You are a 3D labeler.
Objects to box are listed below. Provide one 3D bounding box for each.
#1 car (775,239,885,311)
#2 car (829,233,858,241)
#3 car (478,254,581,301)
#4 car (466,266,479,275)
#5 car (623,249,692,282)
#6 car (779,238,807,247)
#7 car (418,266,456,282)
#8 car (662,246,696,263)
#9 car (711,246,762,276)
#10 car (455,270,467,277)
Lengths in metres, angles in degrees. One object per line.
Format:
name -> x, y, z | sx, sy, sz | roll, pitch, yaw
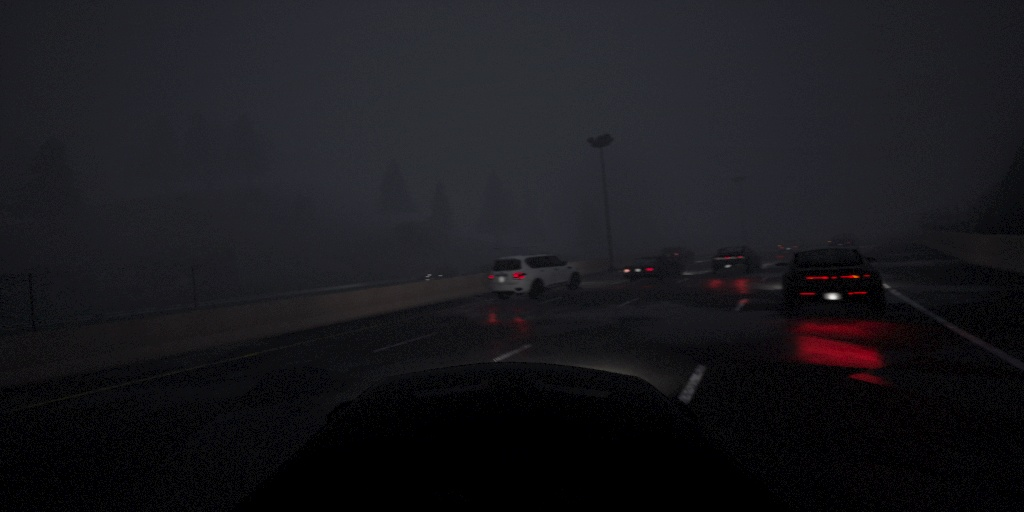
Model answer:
car -> 8.634, 0.517, 9.900 | 1.837, 1.490, 4.892 | -6, 0, 39
car -> 31.129, -1.369, 33.668 | 4.674, 1.442, 1.812 | -5, -1, -41
car -> 1.263, 0.928, 17.617 | 2.150, 2.045, 5.566 | -6, 0, 39
car -> -1.665, 1.543, 35.790 | 2.128, 1.511, 4.902 | -5, 0, 43
car -> 8.182, 0.648, 20.475 | 2.033, 1.411, 5.357 | -5, 0, 42
car -> 27.735, -1.058, 35.311 | 4.674, 1.442, 1.812 | -5, -1, -41
car -> -8.050, 1.990, 39.127 | 2.097, 1.767, 4.553 | -5, 0, 42
car -> 15.059, -0.108, 32.848 | 4.553, 1.767, 2.097 | -5, 0, -45
car -> 12.687, 0.187, 20.237 | 2.128, 1.511, 4.902 | -6, 0, 42
car -> -3.159, 1.750, 39.353 | 2.033, 1.411, 5.357 | -5, 0, 43
